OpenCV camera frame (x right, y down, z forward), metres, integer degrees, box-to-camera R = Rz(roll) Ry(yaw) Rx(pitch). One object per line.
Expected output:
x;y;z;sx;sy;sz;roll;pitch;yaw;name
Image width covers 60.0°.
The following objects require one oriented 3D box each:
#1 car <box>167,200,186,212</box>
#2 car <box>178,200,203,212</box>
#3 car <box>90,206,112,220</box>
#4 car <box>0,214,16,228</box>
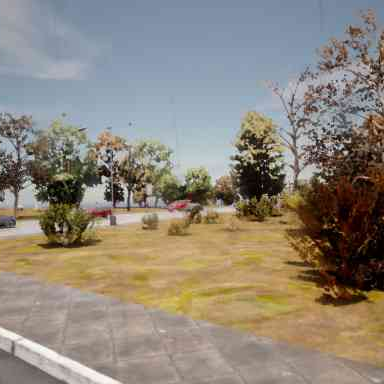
-2.043;2.443;57.754;2.150;2.045;5.566;-3;-2;32;car
0.196;2.569;54.746;1.812;1.442;4.674;-3;-2;33;car
-11.036;2.394;36.944;1.882;1.535;5.008;-3;-2;32;car
-17.022;2.455;27.696;1.994;1.385;4.181;-3;-2;34;car
